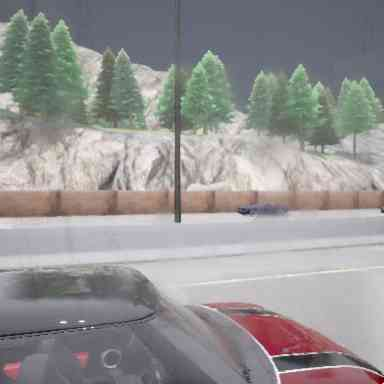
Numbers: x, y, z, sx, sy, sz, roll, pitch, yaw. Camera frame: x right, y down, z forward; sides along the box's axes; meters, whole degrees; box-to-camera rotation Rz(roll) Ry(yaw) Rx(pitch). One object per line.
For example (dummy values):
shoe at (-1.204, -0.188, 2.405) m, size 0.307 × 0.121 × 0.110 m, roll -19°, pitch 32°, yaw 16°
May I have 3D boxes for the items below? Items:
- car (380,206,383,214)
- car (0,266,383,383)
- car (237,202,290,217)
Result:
car at (20.560, 1.551, 32.638) m, size 4.181 × 1.385 × 1.994 m, roll 0°, pitch 0°, yaw -24°
car at (-0.686, 1.350, 2.224) m, size 4.553 × 1.767 × 2.097 m, roll 0°, pitch 0°, yaw -18°
car at (6.546, 1.591, 30.730) m, size 4.718 × 1.301 × 1.895 m, roll 0°, pitch 0°, yaw -20°
